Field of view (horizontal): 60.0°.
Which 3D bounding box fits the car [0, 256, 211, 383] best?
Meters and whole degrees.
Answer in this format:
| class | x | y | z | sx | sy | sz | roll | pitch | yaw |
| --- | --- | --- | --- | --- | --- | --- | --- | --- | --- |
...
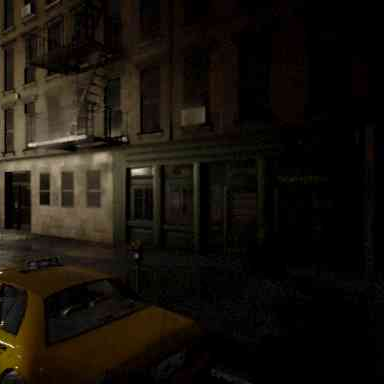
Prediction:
| class | x | y | z | sx | sy | sz | roll | pitch | yaw |
| --- | --- | --- | --- | --- | --- | --- | --- | --- | --- |
| car | -2.089 | 1.526 | 4.330 | 4.829 | 1.417 | 1.752 | 0 | 0 | 35 |
